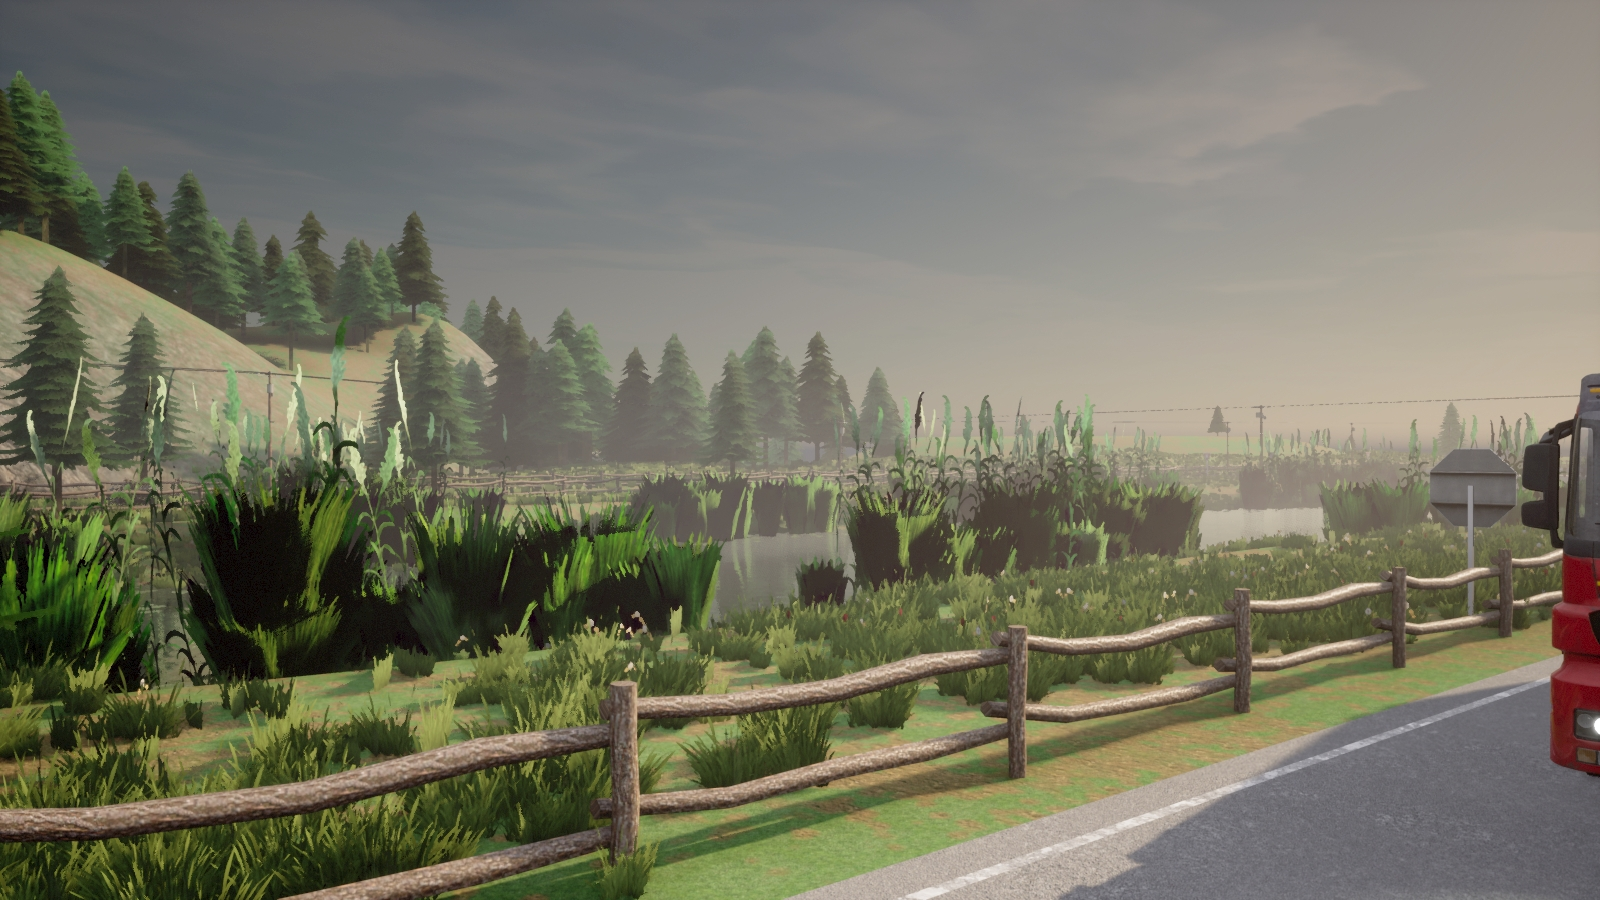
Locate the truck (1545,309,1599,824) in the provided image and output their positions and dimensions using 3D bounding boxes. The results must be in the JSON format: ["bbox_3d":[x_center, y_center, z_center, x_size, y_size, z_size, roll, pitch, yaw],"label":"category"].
[{"bbox_3d":[9.569,0.862,10.969,2.891,3.827,8.468,0,0,41],"label":"truck"}]
